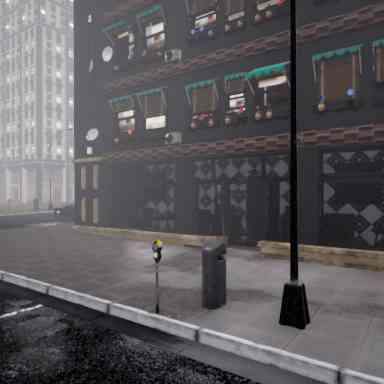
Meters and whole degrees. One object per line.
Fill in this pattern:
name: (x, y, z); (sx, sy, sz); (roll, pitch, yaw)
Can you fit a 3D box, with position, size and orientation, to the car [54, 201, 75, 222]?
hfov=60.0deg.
car: (-7.286, 1.279, 22.789); (1.947, 1.339, 4.313); (1, 1, 35)
